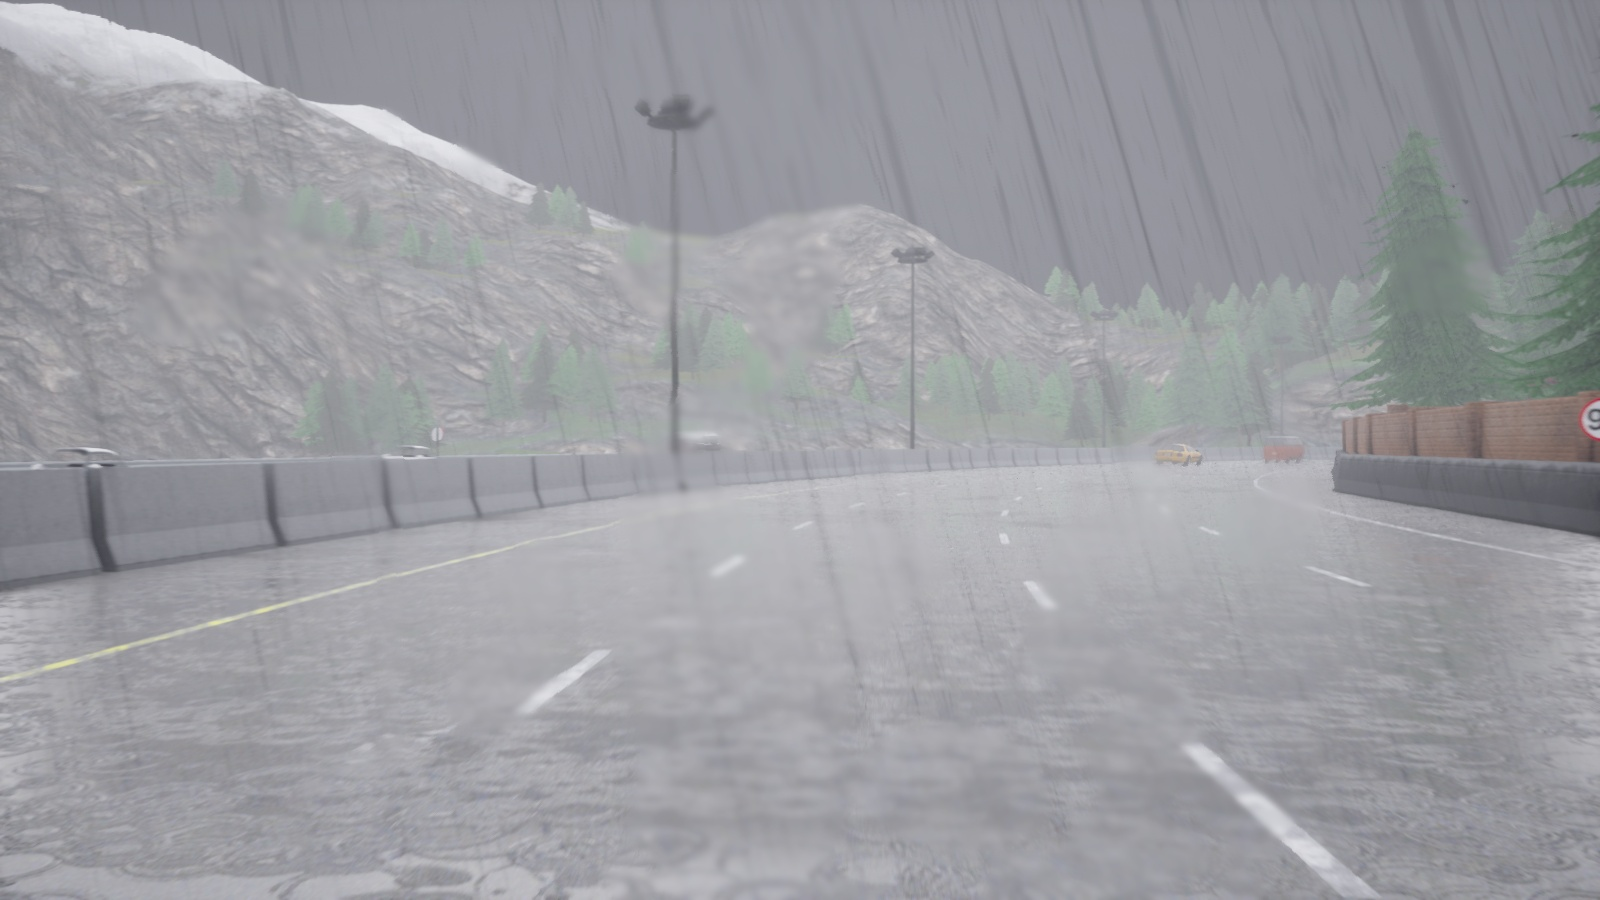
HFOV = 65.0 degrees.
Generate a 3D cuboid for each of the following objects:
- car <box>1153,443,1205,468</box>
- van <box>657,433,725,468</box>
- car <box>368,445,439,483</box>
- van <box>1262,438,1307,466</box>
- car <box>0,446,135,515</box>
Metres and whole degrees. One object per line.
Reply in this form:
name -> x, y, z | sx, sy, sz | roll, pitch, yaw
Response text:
car -> 24.813, 0.312, 82.086 | 1.801, 1.575, 5.366 | 1, 0, 33
van -> -6.578, 0.020, 76.363 | 2.069, 2.038, 4.480 | 0, 0, 26
car -> -14.474, 0.495, 45.903 | 1.481, 1.376, 2.207 | 0, 0, 16
van -> 34.728, 0.116, 89.917 | 1.775, 1.987, 4.442 | 0, 0, 38
car -> -15.274, 0.602, 26.148 | 1.481, 1.376, 2.207 | 0, 0, 9
